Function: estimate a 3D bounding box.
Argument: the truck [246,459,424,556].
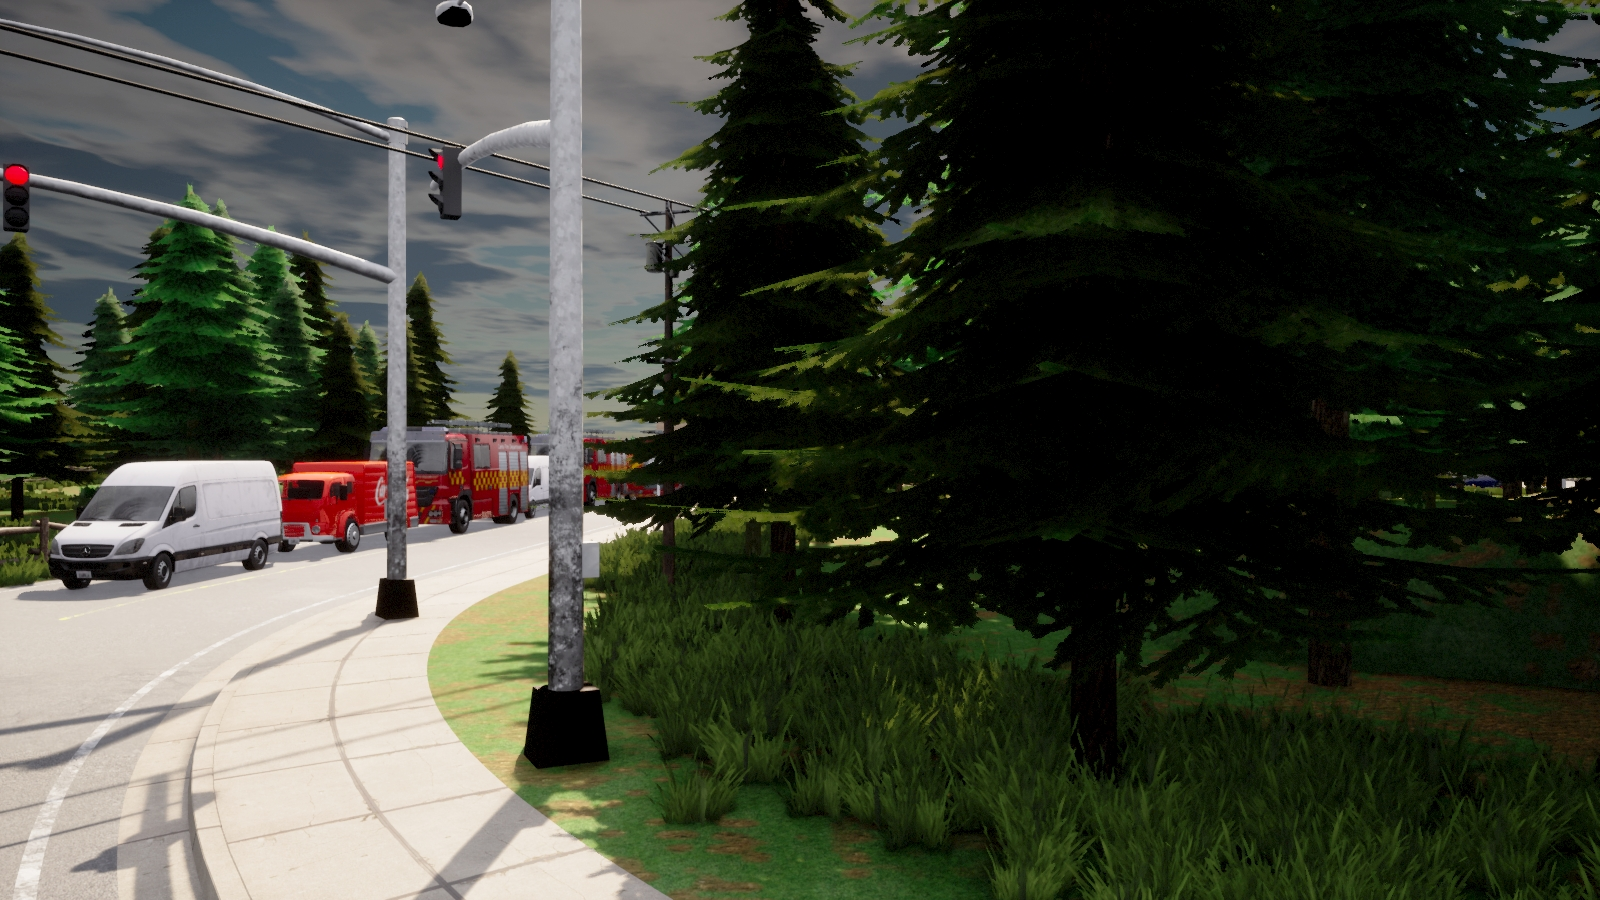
[{"bbox_3d":[-13.132,1.537,32.745,2.627,2.467,5.204,0,0,5],"label":"truck"}]

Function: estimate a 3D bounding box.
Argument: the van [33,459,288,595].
[{"bbox_3d":[-13.699,1.508,25.050,1.988,2.561,5.915,0,0,3],"label":"van"}]

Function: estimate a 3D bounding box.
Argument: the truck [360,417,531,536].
[{"bbox_3d":[-12.433,0.864,41.046,2.891,3.827,8.468,0,0,5],"label":"truck"}]

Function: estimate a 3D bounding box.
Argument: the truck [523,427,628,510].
[{"bbox_3d":[-11.032,0.857,57.185,2.891,3.827,8.468,0,0,5],"label":"truck"}]
